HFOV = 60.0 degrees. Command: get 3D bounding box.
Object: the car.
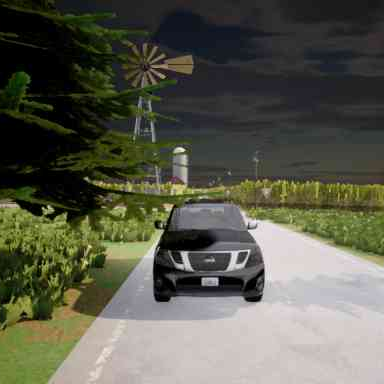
[{"bbox_3d":[0.332,1.221,8.601,2.150,2.045,5.566,0,0,0],"label":"car"}]
